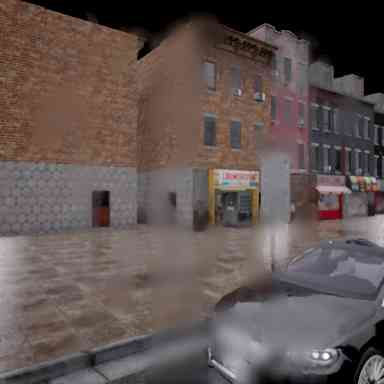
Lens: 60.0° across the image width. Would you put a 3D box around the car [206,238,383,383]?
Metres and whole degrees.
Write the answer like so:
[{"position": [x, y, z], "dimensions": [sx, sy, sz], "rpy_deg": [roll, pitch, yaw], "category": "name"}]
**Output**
[{"position": [2.430, 1.491, 4.815], "dimensions": [4.902, 1.511, 2.128], "rpy_deg": [0, 0, -36], "category": "car"}]
